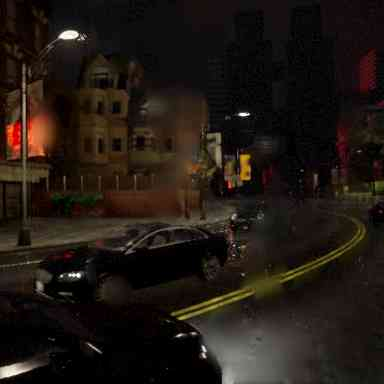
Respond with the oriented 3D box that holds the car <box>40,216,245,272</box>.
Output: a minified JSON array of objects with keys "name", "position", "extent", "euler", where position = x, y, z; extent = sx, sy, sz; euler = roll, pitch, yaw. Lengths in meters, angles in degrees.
[{"name":"car","position":[-1.141,1.522,8.054],"extent":[4.902,1.511,2.128],"euler":[0,0,-44]}]

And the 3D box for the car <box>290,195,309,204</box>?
[{"name":"car","position":[14.534,1.086,45.393],"extent":[1.882,1.535,5.008],"euler":[0,0,7]}]

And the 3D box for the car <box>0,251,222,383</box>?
[{"name":"car","position":[-1.746,1.586,2.754],"extent":[4.181,1.385,1.994],"euler":[0,0,-37]}]

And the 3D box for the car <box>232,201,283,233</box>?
[{"name":"car","position":[3.991,1.370,20.101],"extent":[2.097,1.767,4.553],"euler":[-1,0,29]}]

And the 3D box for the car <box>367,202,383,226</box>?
[{"name":"car","position":[13.151,1.443,22.547],"extent":[2.128,1.511,4.902],"euler":[0,0,24]}]
